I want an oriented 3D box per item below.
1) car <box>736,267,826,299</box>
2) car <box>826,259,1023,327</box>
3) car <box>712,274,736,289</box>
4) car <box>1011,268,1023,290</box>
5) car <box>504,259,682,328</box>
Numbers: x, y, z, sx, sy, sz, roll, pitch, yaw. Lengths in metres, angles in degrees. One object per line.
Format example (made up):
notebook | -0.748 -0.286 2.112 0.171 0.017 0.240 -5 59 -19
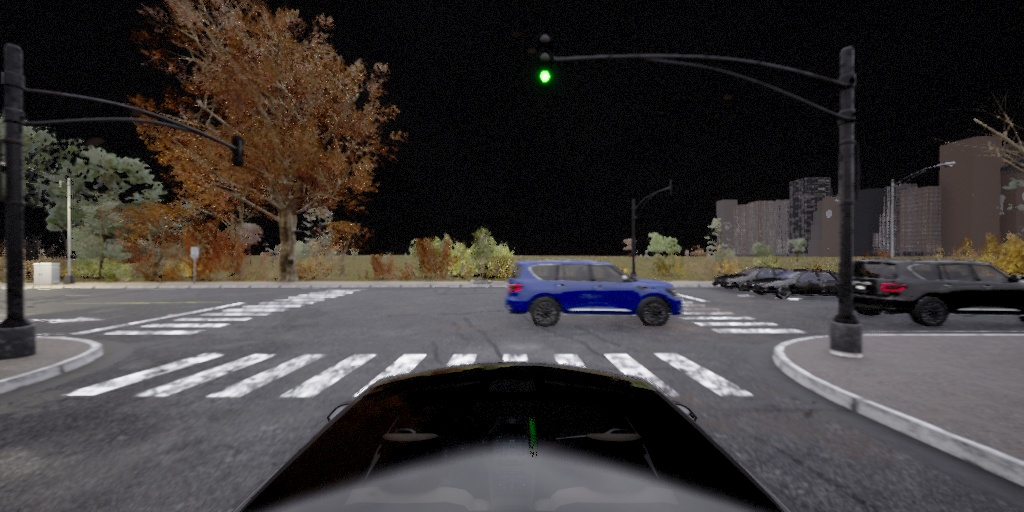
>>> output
car | 14.928 1.396 18.344 5.357 1.411 2.033 0 0 1
car | 14.130 1.122 11.758 5.566 2.045 2.150 0 0 0
car | 15.129 1.380 21.592 5.357 1.411 2.033 0 0 1
car | 33.411 1.407 21.336 4.718 1.301 1.895 0 0 1
car | 2.522 1.132 11.784 5.566 2.045 2.150 0 0 0
